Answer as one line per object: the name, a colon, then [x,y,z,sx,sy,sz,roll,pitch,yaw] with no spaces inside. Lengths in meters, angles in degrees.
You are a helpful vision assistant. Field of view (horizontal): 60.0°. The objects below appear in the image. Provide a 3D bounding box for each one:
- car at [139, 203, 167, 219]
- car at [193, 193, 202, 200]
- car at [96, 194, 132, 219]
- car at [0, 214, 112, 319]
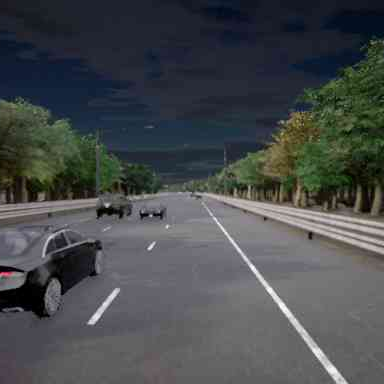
car: [-3.239,1.585,28.513,1.895,1.301,4.718,0,0,0]
car: [1.766,1.372,90.203,1.837,1.490,4.892,0,0,0]
car: [-6.733,1.203,29.177,2.150,2.045,5.566,0,0,0]
car: [-3.374,1.491,7.370,2.128,1.511,4.902,0,0,1]
